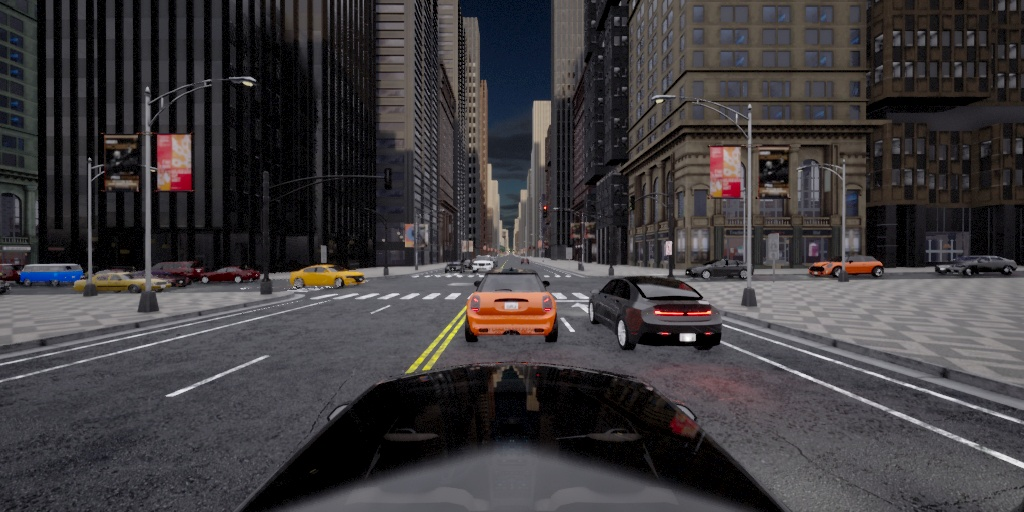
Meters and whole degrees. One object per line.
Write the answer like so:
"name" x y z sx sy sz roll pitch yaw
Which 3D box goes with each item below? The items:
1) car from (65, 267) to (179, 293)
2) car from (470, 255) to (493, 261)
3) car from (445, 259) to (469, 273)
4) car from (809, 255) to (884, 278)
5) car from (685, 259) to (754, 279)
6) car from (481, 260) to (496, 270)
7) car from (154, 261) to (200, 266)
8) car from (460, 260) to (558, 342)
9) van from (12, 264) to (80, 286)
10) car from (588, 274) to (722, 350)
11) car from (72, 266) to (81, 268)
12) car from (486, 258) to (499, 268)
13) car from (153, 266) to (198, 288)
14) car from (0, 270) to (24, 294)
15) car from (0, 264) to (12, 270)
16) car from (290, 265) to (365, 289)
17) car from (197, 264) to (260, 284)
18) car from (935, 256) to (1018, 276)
"car" -23.878 1.593 22.084 4.829 1.417 1.751 0 0 0
"car" -3.444 0.952 43.292 2.150 2.045 5.566 0 0 0
"car" -6.692 1.295 42.450 1.994 1.385 4.181 0 0 0
"car" 25.956 0.719 27.978 4.553 1.767 2.097 -1 0 0
"car" 16.129 1.003 27.975 4.892 1.490 1.837 -1 0 0
"car" -3.451 1.285 53.264 1.994 1.385 4.181 0 0 1
"car" -29.125 1.414 30.617 5.009 1.841 2.192 0 0 0
"car" -0.006 1.101 9.897 2.097 1.767 4.553 0 0 0
"van" -39.299 1.578 30.628 3.998 1.789 1.690 0 0 0
"car" 3.236 1.254 9.036 1.837 1.490 4.892 0 0 0
"car" -34.212 1.751 30.622 4.207 1.307 1.802 0 0 0
"car" -3.456 1.201 63.531 2.128 1.511 4.902 0 0 0
"car" -24.835 1.629 24.745 4.181 1.385 1.994 -1 0 0
"car" -33.819 1.751 22.083 4.403 1.370 2.007 0 0 0
"car" -44.386 1.621 30.634 5.009 1.841 2.192 0 0 0
"car" -12.232 1.325 23.881 5.008 1.535 1.882 -2 0 15
"car" -24.037 1.576 30.611 4.507 1.381 1.888 0 0 0
"car" 36.092 0.724 27.979 4.902 1.511 2.128 -1 0 0
